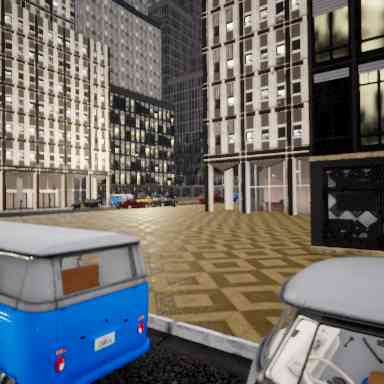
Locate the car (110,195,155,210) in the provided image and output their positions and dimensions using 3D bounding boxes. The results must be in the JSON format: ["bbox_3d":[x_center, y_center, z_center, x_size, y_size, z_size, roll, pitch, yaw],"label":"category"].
[{"bbox_3d":[-6.895,1.363,38.782,1.887,1.381,4.507,-1,0,36],"label":"car"}]

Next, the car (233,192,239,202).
[{"bbox_3d":[6.439,1.196,56.970,2.008,1.369,4.403,-1,0,36],"label":"car"}]

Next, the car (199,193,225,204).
[{"bbox_3d":[3.103,1.004,52.422,2.192,1.841,5.009,-1,0,36],"label":"car"}]

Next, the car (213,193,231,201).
[{"bbox_3d":[6.332,1.140,70.996,1.967,1.590,4.097,-1,0,36],"label":"car"}]

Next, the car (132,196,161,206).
[{"bbox_3d":[-7.108,1.403,52.663,1.752,1.417,4.829,-1,0,36],"label":"car"}]

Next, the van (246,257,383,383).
[{"bbox_3d":[2.109,1.337,1.383,3.998,1.788,1.690,0,-1,36],"label":"van"}]

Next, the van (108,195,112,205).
[{"bbox_3d":[-10.344,1.261,48.252,1.690,1.788,3.998,-1,0,36],"label":"van"}]

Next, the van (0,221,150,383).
[{"bbox_3d":[-2.429,1.358,4.624,3.998,1.788,1.690,0,-1,36],"label":"van"}]

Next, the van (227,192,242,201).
[{"bbox_3d":[9.666,0.995,75.545,1.690,1.788,3.998,-1,0,36],"label":"van"}]

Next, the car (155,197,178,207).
[{"bbox_3d":[-3.562,1.326,43.329,2.008,1.369,4.403,-1,0,36],"label":"car"}]

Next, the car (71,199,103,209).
[{"bbox_3d":[-13.677,1.529,43.703,1.947,1.339,4.313,-1,0,36],"label":"car"}]
